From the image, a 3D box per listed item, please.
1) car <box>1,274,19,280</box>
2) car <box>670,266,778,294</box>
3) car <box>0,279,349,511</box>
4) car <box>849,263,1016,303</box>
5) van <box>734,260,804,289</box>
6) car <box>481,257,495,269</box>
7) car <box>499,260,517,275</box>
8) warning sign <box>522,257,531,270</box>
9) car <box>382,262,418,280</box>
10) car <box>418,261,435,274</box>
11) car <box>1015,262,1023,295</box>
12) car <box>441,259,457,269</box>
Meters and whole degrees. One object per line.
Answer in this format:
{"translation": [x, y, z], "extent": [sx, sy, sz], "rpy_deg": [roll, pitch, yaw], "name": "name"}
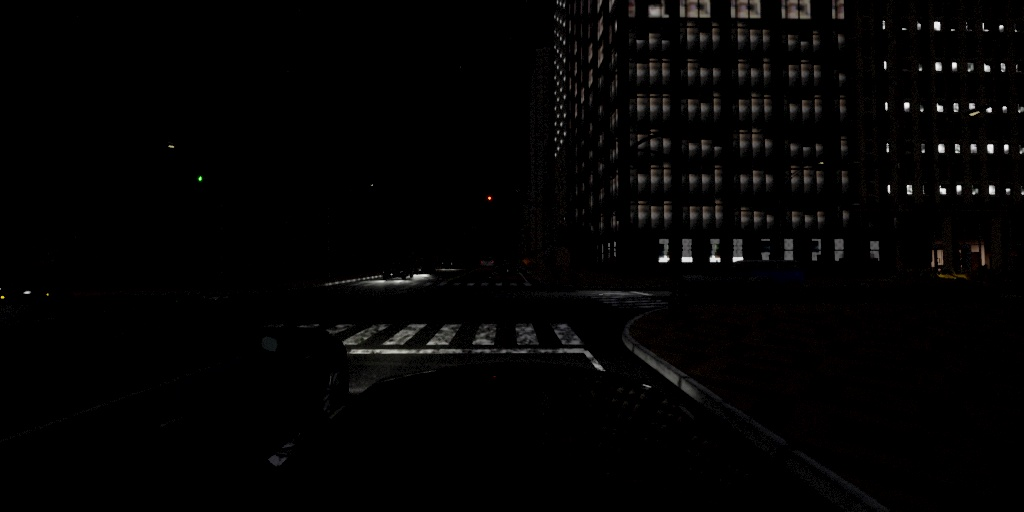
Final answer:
{"translation": [-22.716, 1.394, 15.281], "extent": [4.181, 1.385, 1.994], "rpy_deg": [0, -2, -2], "name": "car"}
{"translation": [11.192, 1.332, 19.396], "extent": [4.718, 1.301, 1.895], "rpy_deg": [0, -2, -1], "name": "car"}
{"translation": [-3.156, 1.104, 2.859], "extent": [2.097, 1.767, 4.553], "rpy_deg": [0, 0, -1], "name": "car"}
{"translation": [16.141, 1.075, 14.077], "extent": [4.829, 1.417, 1.751], "rpy_deg": [0, 0, -2], "name": "car"}
{"translation": [15.633, 1.123, 22.088], "extent": [3.998, 1.789, 1.690], "rpy_deg": [0, 0, -2], "name": "van"}
{"translation": [-4.199, 1.174, 62.257], "extent": [2.150, 2.045, 5.566], "rpy_deg": [0, 0, -1], "name": "car"}
{"translation": [-0.503, 1.366, 40.476], "extent": [1.812, 1.442, 4.674], "rpy_deg": [0, 0, -1], "name": "car"}
{"translation": [2.083, 1.001, 50.817], "extent": [1.300, 1.860, 1.060], "rpy_deg": [0, 0, -1], "name": "warning sign"}
{"translation": [-10.346, 1.319, 32.905], "extent": [1.837, 1.490, 4.892], "rpy_deg": [0, 0, -3], "name": "car"}
{"translation": [-10.495, 1.342, 43.100], "extent": [2.128, 1.511, 4.902], "rpy_deg": [0, 0, -1], "name": "car"}
{"translation": [21.553, 0.961, 14.229], "extent": [4.097, 1.591, 1.967], "rpy_deg": [0, 0, -2], "name": "car"}
{"translation": [-10.747, 1.298, 61.378], "extent": [2.097, 1.767, 4.553], "rpy_deg": [0, 0, 0], "name": "car"}
